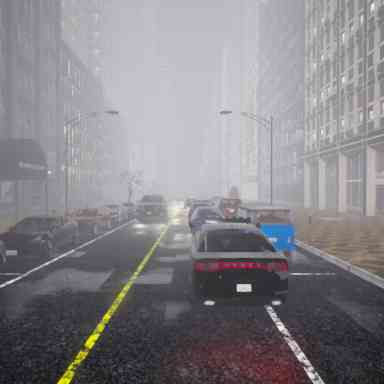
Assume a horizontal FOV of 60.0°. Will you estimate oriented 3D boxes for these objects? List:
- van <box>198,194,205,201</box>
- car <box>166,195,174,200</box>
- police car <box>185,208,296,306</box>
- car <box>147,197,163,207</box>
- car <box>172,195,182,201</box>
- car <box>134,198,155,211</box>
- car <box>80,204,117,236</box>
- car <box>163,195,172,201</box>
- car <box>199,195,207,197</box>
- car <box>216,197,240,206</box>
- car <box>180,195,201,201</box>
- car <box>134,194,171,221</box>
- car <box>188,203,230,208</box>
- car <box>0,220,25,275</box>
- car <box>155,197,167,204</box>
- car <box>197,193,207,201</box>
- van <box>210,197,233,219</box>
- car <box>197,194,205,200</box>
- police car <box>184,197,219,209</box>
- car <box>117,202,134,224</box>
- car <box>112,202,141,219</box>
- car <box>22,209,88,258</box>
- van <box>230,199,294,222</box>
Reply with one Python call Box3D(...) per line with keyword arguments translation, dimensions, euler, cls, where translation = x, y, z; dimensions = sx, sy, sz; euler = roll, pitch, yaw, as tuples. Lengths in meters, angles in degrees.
Box3D(translation=(2.416, 1.317, 86.663), dimensions=(1.690, 1.788, 3.998), euler=(-1, 0, 0), cls="van")
Box3D(translation=(-5.980, 1.540, 92.321), dimensions=(1.947, 1.339, 4.313), euler=(-1, 0, 0), cls="car")
Box3D(translation=(0.875, 1.423, 8.226), dimensions=(1.930, 1.638, 5.238), euler=(0, 0, 0), cls="police car")
Box3D(translation=(-5.858, 1.538, 52.535), dimensions=(2.008, 1.369, 4.403), euler=(-1, 0, 0), cls="car")
Box3D(translation=(-3.240, 1.580, 78.986), dimensions=(1.895, 1.301, 4.718), euler=(0, 0, 0), cls="car")
Box3D(translation=(-5.823, 1.541, 41.168), dimensions=(2.008, 1.369, 4.403), euler=(-1, 0, 0), cls="car")
Box3D(translation=(-5.754, 1.540, 18.433), dimensions=(1.887, 1.381, 4.507), euler=(-1, 0, 0), cls="car")
Box3D(translation=(-5.944, 1.504, 80.784), dimensions=(1.752, 1.417, 4.829), euler=(-1, 0, 0), cls="car")
Box3D(translation=(2.523, 1.538, 52.560), dimensions=(2.008, 1.369, 4.403), euler=(-1, 0, 0), cls="car")
Box3D(translation=(2.607, 1.309, 24.143), dimensions=(2.192, 1.841, 5.009), euler=(-1, 0, 0), cls="car")
Box3D(translation=(-0.126, 1.537, 45.240), dimensions=(2.033, 1.411, 5.357), euler=(0, 0, 0), cls="car")
Box3D(translation=(-3.182, 1.215, 27.469), dimensions=(2.150, 2.045, 5.566), euler=(0, 0, 0), cls="car")
Box3D(translation=(0.845, 1.522, 18.117), dimensions=(1.812, 1.442, 4.674), euler=(0, 0, 0), cls="car")
Box3D(translation=(-5.719, 1.549, 7.066), dimensions=(2.008, 1.369, 4.403), euler=(-1, 0, 0), cls="car")
Box3D(translation=(-5.893, 1.566, 63.902), dimensions=(1.802, 1.307, 4.206), euler=(-1, 0, 0), cls="car")
Box3D(translation=(2.433, 1.293, 80.979), dimensions=(2.192, 1.841, 5.009), euler=(-1, 0, 0), cls="car")
Box3D(translation=(2.590, 1.334, 29.826), dimensions=(1.690, 1.788, 3.998), euler=(-1, 0, 0), cls="van")
Box3D(translation=(2.400, 1.414, 92.346), dimensions=(1.967, 1.590, 4.097), euler=(-1, 0, 0), cls="car")
Box3D(translation=(0.693, 1.419, 24.250), dimensions=(1.930, 1.638, 5.238), euler=(0, 0, 1), cls="police car")
Box3D(translation=(-5.772, 1.545, 24.117), dimensions=(2.008, 1.369, 4.403), euler=(-1, 0, 0), cls="car")
Box3D(translation=(-5.788, 1.575, 29.801), dimensions=(1.802, 1.307, 4.206), euler=(-1, 0, 0), cls="car")
Box3D(translation=(-5.736, 1.563, 12.750), dimensions=(1.947, 1.339, 4.313), euler=(-1, 0, 0), cls="car")
Box3D(translation=(2.642, 1.338, 12.775), dimensions=(1.690, 1.788, 3.998), euler=(-1, 0, 0), cls="van")
